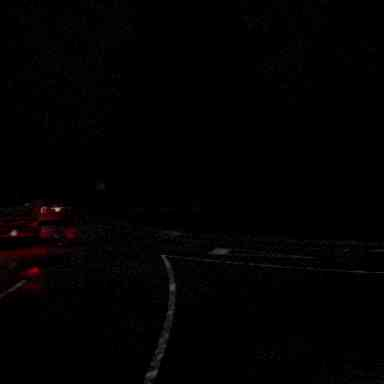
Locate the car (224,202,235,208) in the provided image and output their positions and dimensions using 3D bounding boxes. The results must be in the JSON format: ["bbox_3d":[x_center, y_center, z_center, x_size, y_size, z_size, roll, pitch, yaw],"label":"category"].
[{"bbox_3d":[10.503,3.587,93.834,2.435,2.045,5.566,0,-1,30],"label":"car"}]

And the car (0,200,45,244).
[{"bbox_3d":[-7.616,1.316,14.257,1.882,1.535,5.008,0,1,-28],"label":"car"}]

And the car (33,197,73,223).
[{"bbox_3d":[-9.608,1.104,21.806,2.097,1.767,4.553,-1,1,-42],"label":"car"}]
